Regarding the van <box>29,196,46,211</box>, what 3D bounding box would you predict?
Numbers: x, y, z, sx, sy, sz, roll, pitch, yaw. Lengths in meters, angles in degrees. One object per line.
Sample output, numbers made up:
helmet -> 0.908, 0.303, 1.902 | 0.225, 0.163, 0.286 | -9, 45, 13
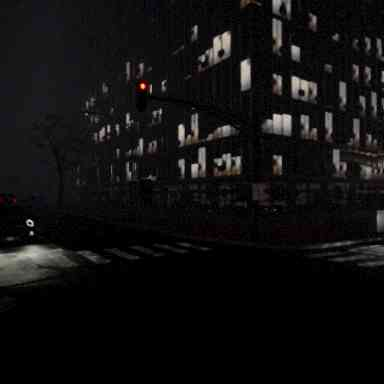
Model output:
van -> -19.352, 1.402, 41.391 | 1.690, 1.788, 3.998 | 1, -1, -34

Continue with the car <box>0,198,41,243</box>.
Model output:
car -> -8.825, 1.368, 15.689 | 2.097, 1.767, 4.553 | 0, 0, -35

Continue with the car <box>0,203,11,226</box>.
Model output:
car -> -14.624, 1.573, 24.164 | 2.033, 1.411, 5.357 | 0, 0, -34

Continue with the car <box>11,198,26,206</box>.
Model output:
car -> -28.958, 1.653, 55.479 | 1.802, 1.307, 4.206 | 1, -1, -34

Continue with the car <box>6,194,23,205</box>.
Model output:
car -> -32.157, 1.389, 60.177 | 2.192, 1.841, 5.009 | 1, -1, -34

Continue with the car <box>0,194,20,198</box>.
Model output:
car -> -25.656, 1.279, 46.028 | 2.150, 2.045, 5.566 | 0, 0, -34

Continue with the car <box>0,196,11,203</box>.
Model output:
car -> -41.764, 1.634, 74.264 | 2.008, 1.369, 4.403 | 1, -1, -34

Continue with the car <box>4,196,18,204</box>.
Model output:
car -> -35.360, 1.517, 64.873 | 1.967, 1.590, 4.097 | 1, -1, -34
